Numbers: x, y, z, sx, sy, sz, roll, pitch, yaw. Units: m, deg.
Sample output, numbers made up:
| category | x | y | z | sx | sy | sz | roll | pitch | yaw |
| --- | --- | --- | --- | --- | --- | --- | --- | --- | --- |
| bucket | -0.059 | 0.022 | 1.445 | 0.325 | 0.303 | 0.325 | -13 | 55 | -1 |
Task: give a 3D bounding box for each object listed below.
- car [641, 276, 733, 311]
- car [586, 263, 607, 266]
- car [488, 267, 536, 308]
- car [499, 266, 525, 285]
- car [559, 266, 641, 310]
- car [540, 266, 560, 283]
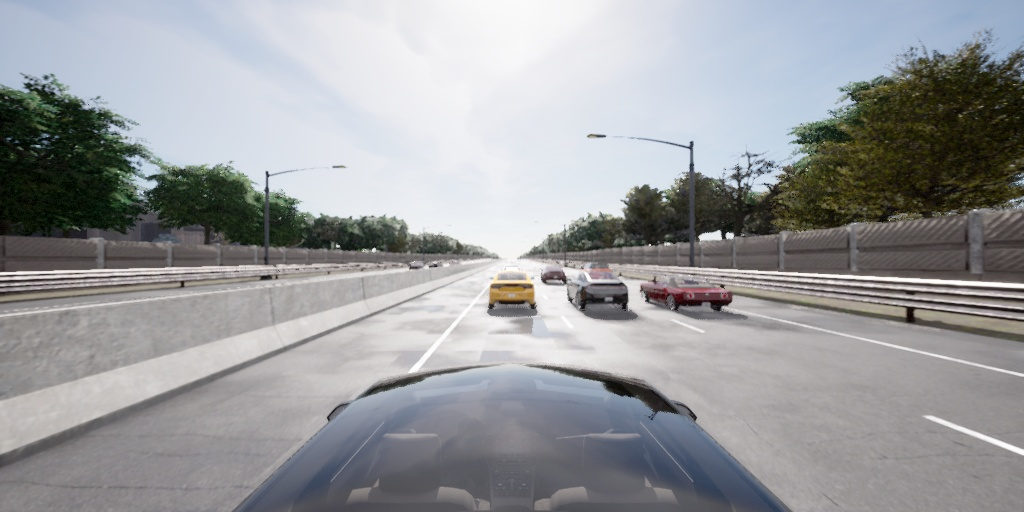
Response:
| category | x | y | z | sx | sy | sz | roll | pitch | yaw |
| --- | --- | --- | --- | --- | --- | --- | --- | --- | --- |
| car | 7.003 | 1.481 | 15.117 | 1.895 | 1.301 | 4.718 | 0 | 0 | 0 |
| car | 6.993 | 1.360 | 30.288 | 2.097 | 1.767 | 4.553 | 0 | -1 | 0 |
| car | 0.013 | 1.366 | 16.097 | 1.882 | 1.535 | 5.008 | 0 | 0 | 0 |
| car | -0.004 | 1.574 | 30.383 | 1.994 | 1.385 | 4.181 | 0 | 0 | 0 |
| car | 3.506 | 1.375 | 15.358 | 2.128 | 1.511 | 4.902 | 0 | 0 | 0 |
| car | 3.496 | 1.538 | 30.748 | 1.812 | 1.442 | 4.674 | 0 | 0 | 0 |
